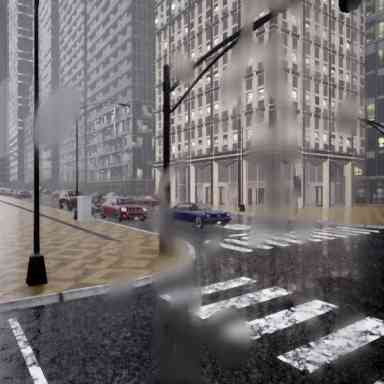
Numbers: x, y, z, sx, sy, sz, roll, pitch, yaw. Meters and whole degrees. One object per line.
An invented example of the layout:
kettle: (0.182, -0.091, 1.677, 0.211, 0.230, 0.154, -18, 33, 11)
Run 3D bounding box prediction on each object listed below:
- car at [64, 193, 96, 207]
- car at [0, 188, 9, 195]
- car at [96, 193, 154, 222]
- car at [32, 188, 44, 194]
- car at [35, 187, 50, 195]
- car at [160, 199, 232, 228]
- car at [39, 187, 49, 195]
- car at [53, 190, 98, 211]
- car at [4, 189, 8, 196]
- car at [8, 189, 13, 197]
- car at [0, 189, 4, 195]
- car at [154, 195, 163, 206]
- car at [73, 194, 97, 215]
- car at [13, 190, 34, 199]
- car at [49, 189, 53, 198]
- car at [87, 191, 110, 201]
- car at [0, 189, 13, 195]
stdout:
car: (-13.079, 0.821, 38.562, 2.033, 1.411, 5.357, 0, 1, -35)
car: (-43.500, -0.113, 76.651, 1.887, 1.381, 4.507, 1, 0, -36)
car: (-4.586, 1.068, 22.243, 1.967, 1.590, 4.097, 1, 0, -36)
car: (-39.976, -0.213, 86.130, 1.947, 1.339, 4.313, 1, 0, -36)
car: (-36.726, -0.357, 81.593, 2.192, 1.841, 5.009, 1, 0, -36)
car: (0.218, 1.315, 19.931, 1.895, 1.301, 4.718, 0, 1, -35)
car: (-33.488, -0.020, 77.058, 1.887, 1.381, 4.507, 1, 0, -36)
car: (-11.068, 0.729, 31.311, 2.192, 1.841, 5.009, 1, 0, -36)
car: (-33.772, 0.208, 63.049, 1.887, 1.381, 4.507, 1, 0, -36)
car: (-30.529, 0.321, 58.515, 2.008, 1.369, 4.403, 1, 0, -36)
car: (-37.015, 0.107, 67.583, 2.008, 1.369, 4.403, 1, 0, -36)
car: (-4.295, 0.982, 36.237, 1.802, 1.307, 4.206, 1, 0, -36)
car: (-7.833, 1.103, 26.778, 1.802, 1.307, 4.206, 1, 0, -36)
car: (-27.287, 0.422, 53.981, 1.887, 1.381, 4.507, 1, 0, -36)
car: (-22.774, 0.340, 57.601, 1.882, 1.535, 5.008, 0, 1, -36)
car: (-14.026, 0.643, 49.845, 1.947, 1.339, 4.313, 1, 0, -36)
car: (-40.258, 0.015, 72.117, 1.947, 1.339, 4.313, 1, 0, -36)
